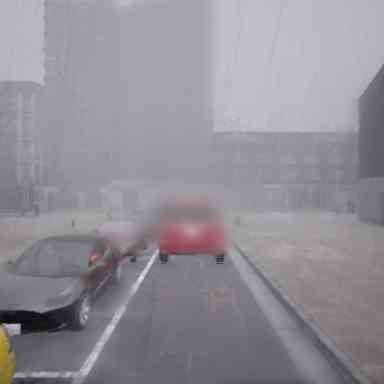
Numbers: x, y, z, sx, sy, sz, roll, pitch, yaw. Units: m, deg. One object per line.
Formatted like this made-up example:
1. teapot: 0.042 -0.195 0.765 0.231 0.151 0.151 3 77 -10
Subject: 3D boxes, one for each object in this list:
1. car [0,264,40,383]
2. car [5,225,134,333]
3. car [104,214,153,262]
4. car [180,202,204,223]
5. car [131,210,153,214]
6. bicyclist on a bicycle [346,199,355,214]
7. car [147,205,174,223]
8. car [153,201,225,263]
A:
1. car: -2.639 1.539 1.372 1.752 1.417 4.829 0 -1 0
2. car: -2.639 1.628 6.995 1.947 1.339 4.313 0 -1 0
3. car: -2.640 1.692 12.446 1.802 1.307 4.206 0 -1 0
4. car: -0.003 1.731 28.894 1.882 1.535 5.008 0 -1 0
5. car: -2.641 1.724 17.898 1.947 1.339 4.313 0 -1 0
6. bicyclist on a bicycle: 17.353 1.593 36.491 0.582 1.620 1.656 0 -1 0
7. car: -2.643 1.819 28.802 1.947 1.339 4.313 0 0 0
8. car: 0.007 1.336 12.604 2.150 2.045 5.566 0 0 0
